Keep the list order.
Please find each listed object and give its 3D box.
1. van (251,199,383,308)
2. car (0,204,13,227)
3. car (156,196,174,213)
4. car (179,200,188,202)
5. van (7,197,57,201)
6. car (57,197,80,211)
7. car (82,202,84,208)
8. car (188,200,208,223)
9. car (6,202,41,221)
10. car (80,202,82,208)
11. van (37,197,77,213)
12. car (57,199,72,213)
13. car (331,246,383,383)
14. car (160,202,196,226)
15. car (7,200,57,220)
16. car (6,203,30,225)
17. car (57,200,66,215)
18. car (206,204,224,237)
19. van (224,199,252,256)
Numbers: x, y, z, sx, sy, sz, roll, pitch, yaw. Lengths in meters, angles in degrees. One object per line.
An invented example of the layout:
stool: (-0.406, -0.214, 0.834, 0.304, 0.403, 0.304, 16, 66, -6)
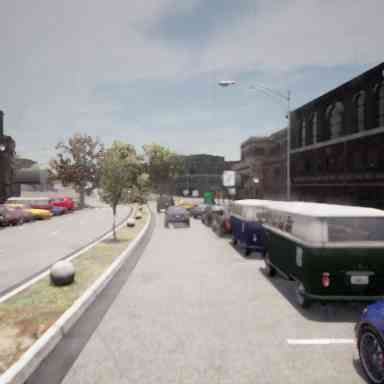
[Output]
van: (2.879, 1.272, 7.969, 1.878, 1.987, 4.442, 0, 0, -1)
car: (-14.565, 1.709, 21.233, 4.792, 1.488, 2.163, 0, -1, -5)
car: (-3.417, 1.553, 42.901, 2.150, 2.045, 5.566, 0, 0, -8)
car: (-0.963, 1.814, 45.693, 1.882, 1.535, 5.008, 0, 0, -8)
van: (-15.876, 1.560, 32.073, 4.442, 1.987, 1.878, 0, 0, -7)
car: (-16.975, 1.592, 40.052, 5.566, 2.045, 2.435, 0, 0, -9)
car: (-18.286, 1.882, 48.203, 4.892, 1.521, 2.231, 0, 0, -9)
car: (0.961, 1.759, 31.659, 1.812, 1.442, 4.674, 0, 0, -7)
car: (-15.094, 1.776, 26.666, 4.674, 1.452, 2.002, 0, -1, -6)
car: (-17.876, 1.744, 45.479, 4.553, 1.767, 2.185, 0, 0, -9)
van: (-17.283, 1.630, 42.783, 4.442, 1.987, 1.878, 0, 0, -9)
car: (-16.486, 1.855, 37.366, 4.792, 1.488, 2.163, 0, 0, -8)
car: (2.985, 1.518, 2.298, 2.002, 1.452, 4.674, 0, 0, 0)
car: (-1.185, 1.734, 25.129, 2.033, 1.411, 5.357, 0, -1, -5)
car: (-15.227, 1.757, 29.399, 5.366, 1.575, 1.946, 0, -1, -7)
car: (-14.771, 1.738, 23.954, 4.792, 1.488, 2.163, 0, -1, -6)
car: (-16.128, 1.846, 34.775, 4.674, 1.452, 2.002, 0, 0, -8)
car: (2.299, 1.626, 18.950, 2.163, 1.488, 4.792, 0, -1, -3)
van: (2.636, 1.314, 13.503, 1.878, 1.987, 4.442, 0, 0, -2)
